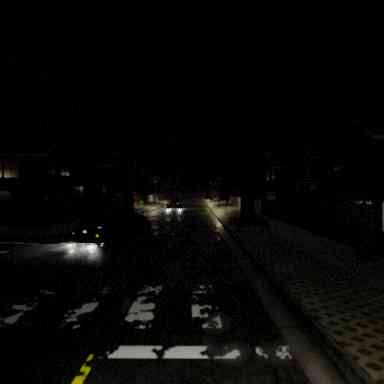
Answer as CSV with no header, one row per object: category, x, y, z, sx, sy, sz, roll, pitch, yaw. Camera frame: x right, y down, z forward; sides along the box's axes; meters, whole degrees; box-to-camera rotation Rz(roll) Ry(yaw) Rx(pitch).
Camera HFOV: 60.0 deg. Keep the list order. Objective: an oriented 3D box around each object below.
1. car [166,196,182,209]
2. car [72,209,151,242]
car,-2.371,1.387,44.975,1.837,1.490,4.892,0,1,0
car,-3.855,1.566,16.609,1.994,1.385,4.181,1,1,28
